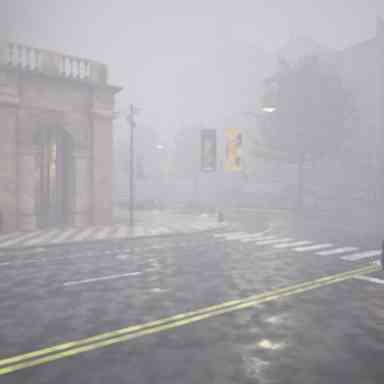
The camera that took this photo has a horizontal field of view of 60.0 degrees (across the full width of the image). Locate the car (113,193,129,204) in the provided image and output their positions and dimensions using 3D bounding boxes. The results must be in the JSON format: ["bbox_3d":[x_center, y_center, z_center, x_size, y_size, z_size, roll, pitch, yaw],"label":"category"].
[{"bbox_3d":[-11.922,1.258,55.163,2.150,2.045,5.566,0,0,-35],"label":"car"}]

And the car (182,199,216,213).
[{"bbox_3d":[0.682,1.544,37.210,1.837,1.490,4.892,0,0,-35],"label":"car"}]

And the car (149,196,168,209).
[{"bbox_3d":[-5.171,1.392,45.528,2.097,1.767,4.553,0,0,-35],"label":"car"}]

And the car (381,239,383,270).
[{"bbox_3d":[7.054,1.497,9.316,5.008,1.535,1.882,0,0,-41],"label":"car"}]

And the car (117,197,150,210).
[{"bbox_3d":[-7.741,1.629,43.704,1.895,1.301,4.718,0,0,-35],"label":"car"}]
